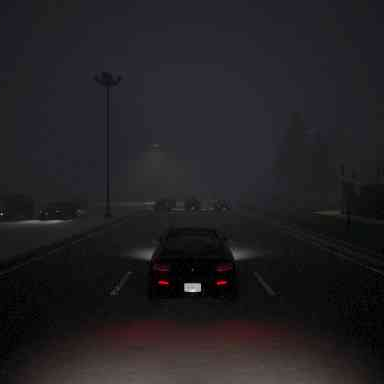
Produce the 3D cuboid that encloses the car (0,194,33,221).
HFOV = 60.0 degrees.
[{"bbox_3d":[-14.960,1.224,27.238,2.150,2.045,5.566,0,0,0],"label":"car"}]

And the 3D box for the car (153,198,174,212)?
[{"bbox_3d":[-3.421,1.526,39.232,1.812,1.442,4.674,0,0,0],"label":"car"}]

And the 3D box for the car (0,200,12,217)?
[{"bbox_3d":[-18.460,1.506,29.941,1.837,1.490,4.892,0,0,1],"label":"car"}]

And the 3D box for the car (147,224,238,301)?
[{"bbox_3d":[0.017,1.526,8.198,1.812,1.442,4.674,0,0,0],"label":"car"}]

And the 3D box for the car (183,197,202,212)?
[{"bbox_3d":[0.078,1.505,38.808,1.837,1.490,4.892,0,0,0],"label":"car"}]

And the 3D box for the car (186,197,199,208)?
[{"bbox_3d":[0.099,1.505,49.228,1.837,1.490,4.892,0,0,0],"label":"car"}]

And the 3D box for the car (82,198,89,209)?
[{"bbox_3d":[-14.914,1.524,43.308,1.837,1.490,4.892,0,0,0],"label":"car"}]

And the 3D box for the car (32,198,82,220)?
[{"bbox_3d":[-11.454,1.505,28.632,1.837,1.490,4.892,0,0,1],"label":"car"}]

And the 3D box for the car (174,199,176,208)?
[{"bbox_3d":[-3.401,1.564,49.235,1.994,1.385,4.181,0,0,0],"label":"car"}]

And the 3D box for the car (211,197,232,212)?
[{"bbox_3d":[3.579,1.601,39.247,1.895,1.301,4.718,0,0,0],"label":"car"}]

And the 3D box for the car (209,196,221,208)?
[{"bbox_3d":[3.599,1.352,49.191,2.097,1.767,4.553,0,0,0],"label":"car"}]
